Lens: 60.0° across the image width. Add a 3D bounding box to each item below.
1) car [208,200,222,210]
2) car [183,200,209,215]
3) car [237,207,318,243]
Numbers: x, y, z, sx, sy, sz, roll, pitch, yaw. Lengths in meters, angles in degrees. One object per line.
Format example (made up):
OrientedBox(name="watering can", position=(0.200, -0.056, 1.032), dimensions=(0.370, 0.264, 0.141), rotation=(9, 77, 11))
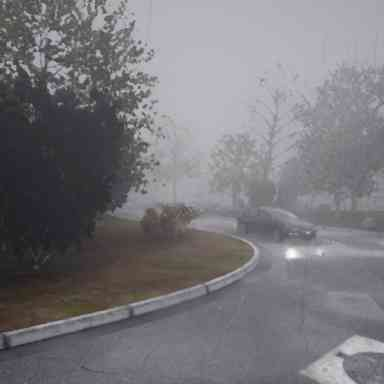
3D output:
OrientedBox(name="car", position=(2.149, 1.781, 45.865), dimensions=(4.181, 1.385, 1.994), rotation=(1, 0, 4))
OrientedBox(name="car", position=(-0.884, 1.622, 31.016), dimensions=(2.033, 1.411, 5.357), rotation=(1, 0, -29))
OrientedBox(name="car", position=(4.051, 1.542, 16.559), dimensions=(1.837, 1.490, 4.892), rotation=(2, -1, -23))
